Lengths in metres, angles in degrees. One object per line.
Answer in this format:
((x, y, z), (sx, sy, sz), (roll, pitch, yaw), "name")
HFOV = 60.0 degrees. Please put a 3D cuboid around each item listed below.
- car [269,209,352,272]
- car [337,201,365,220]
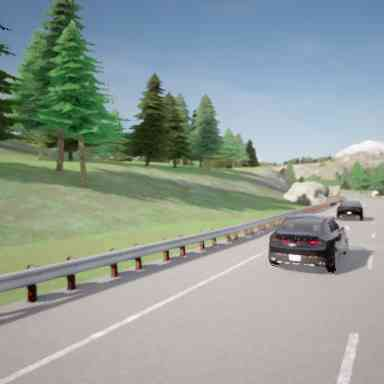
((3.961, 1.504, 10.973), (1.837, 1.490, 4.892), (0, 0, 30), "car")
((13.218, 1.452, 27.630), (1.882, 1.535, 5.008), (0, 0, 29), "car")
